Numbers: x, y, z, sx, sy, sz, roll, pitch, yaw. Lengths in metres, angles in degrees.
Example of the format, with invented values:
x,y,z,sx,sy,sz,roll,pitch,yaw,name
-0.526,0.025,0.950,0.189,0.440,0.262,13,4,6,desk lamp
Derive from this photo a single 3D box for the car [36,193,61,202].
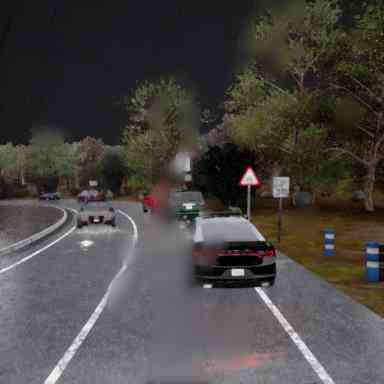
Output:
x,y,z,sx,sy,sz,roll,pitch,yaw,name
-23.779,0.861,54.967,4.718,1.301,1.895,-2,4,38,car

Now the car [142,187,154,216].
x,y,z,sx,sy,sz,roll,pitch,yaw,name
-2.361,0.636,25.312,2.150,2.045,5.566,-2,2,-18,car

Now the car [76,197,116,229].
x,y,z,sx,sy,sz,roll,pitch,yaw,name
-5.404,1.231,19.121,1.994,1.385,4.181,-1,2,-14,car

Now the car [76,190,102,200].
x,y,z,sx,sy,sz,roll,pitch,yaw,name
-13.982,0.494,44.934,2.097,1.767,4.553,-5,3,-39,car

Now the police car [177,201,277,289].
x,y,z,sx,sy,sz,roll,pitch,yaw,name
0.719,1.291,9.043,1.930,1.638,5.238,0,2,-4,police car

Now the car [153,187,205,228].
x,y,z,sx,sy,sz,roll,pitch,yaw,name
-0.715,0.799,19.262,2.150,2.045,5.566,-1,2,-12,car
